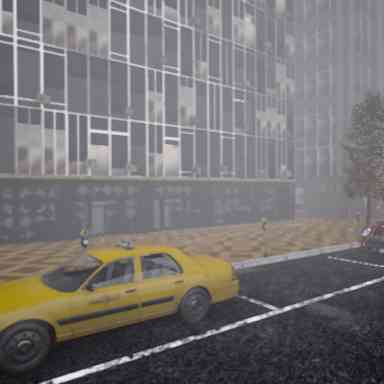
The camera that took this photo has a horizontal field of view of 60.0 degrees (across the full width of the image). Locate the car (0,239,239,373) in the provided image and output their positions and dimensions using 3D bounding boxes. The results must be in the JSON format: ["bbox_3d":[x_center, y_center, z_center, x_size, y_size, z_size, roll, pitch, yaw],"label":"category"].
[{"bbox_3d":[-1.368,1.526,5.594,4.829,1.417,1.752,0,-1,-36],"label":"car"}]

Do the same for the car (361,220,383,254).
[{"bbox_3d":[8.023,1.445,12.295,4.097,1.590,1.967,0,-1,-36],"label":"car"}]
